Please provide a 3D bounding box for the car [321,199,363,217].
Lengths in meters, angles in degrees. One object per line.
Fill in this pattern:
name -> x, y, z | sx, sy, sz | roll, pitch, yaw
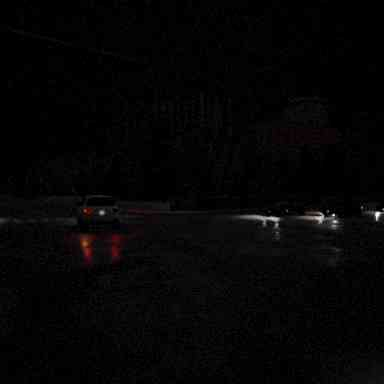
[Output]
car -> 14.154, 1.510, 31.252 | 4.892, 1.490, 1.837 | 0, 0, -35

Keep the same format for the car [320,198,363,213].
car -> 16.910, 1.504, 37.524 | 5.357, 1.411, 2.033 | -1, 1, -36

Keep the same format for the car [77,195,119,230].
car -> -6.040, 1.225, 21.232 | 2.150, 2.045, 5.566 | 0, 0, -21

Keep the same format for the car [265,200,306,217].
car -> 9.051, 1.536, 31.954 | 4.674, 1.442, 1.812 | 0, 0, -34

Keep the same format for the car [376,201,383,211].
car -> 22.800, 1.361, 37.385 | 5.357, 1.411, 2.033 | -3, 2, -35
